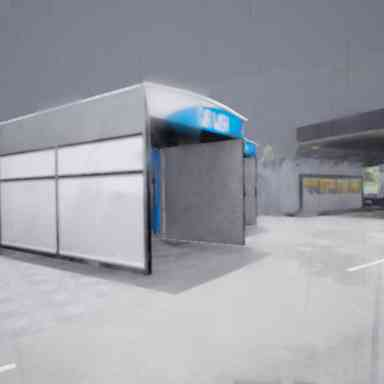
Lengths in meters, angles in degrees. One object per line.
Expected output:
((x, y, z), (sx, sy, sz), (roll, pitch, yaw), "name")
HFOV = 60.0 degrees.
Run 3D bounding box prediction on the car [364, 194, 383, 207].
((21.950, 1.042, 41.066), (4.611, 1.667, 2.242), (-1, 0, -36), "car")
